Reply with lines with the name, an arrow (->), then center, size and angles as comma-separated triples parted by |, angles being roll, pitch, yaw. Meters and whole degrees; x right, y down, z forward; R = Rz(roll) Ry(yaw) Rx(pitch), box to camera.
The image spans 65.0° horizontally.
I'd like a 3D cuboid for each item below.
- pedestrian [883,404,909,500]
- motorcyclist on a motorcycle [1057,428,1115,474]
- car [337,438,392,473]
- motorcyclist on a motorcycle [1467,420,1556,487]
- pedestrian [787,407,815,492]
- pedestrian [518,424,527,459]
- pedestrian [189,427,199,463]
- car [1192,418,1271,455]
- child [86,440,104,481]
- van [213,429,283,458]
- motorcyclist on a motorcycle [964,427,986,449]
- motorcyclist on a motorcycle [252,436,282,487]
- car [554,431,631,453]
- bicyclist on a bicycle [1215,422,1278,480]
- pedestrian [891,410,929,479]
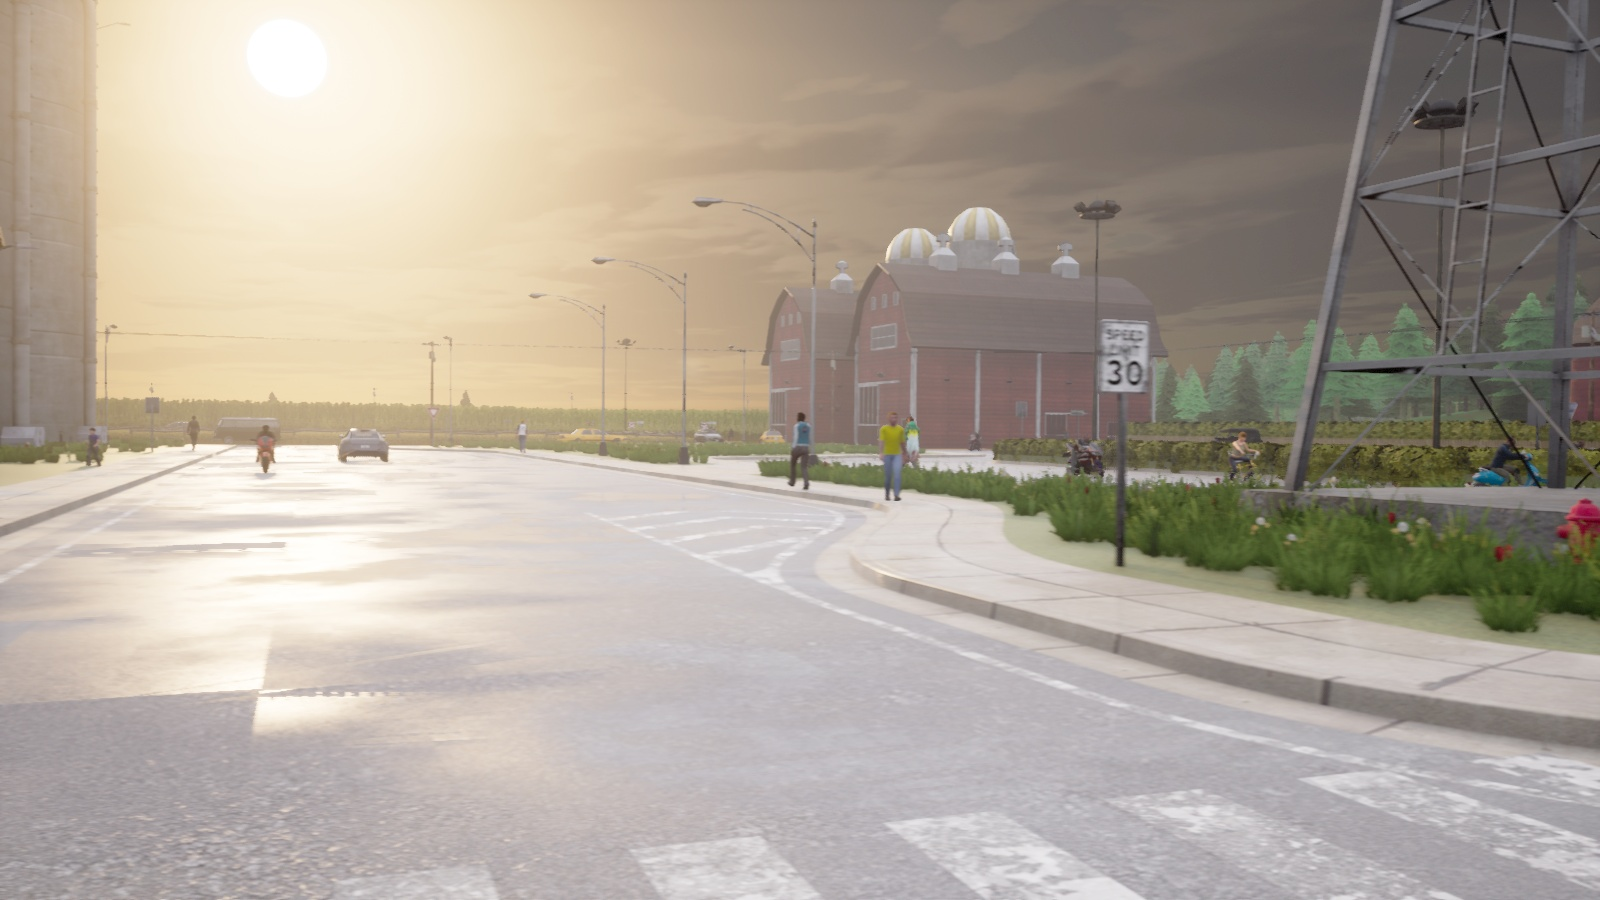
pedestrian -> 1.866, 0.034, 24.555 | 0.354, 1.836, 0.706 | -1, 1, -7
motorcyclist on a motorcycle -> 9.763, 0.030, 42.963 | 0.866, 1.530, 2.191 | -1, 1, -21
car -> -18.662, 0.190, 53.719 | 1.994, 1.385, 4.181 | -1, 1, -22
motorcyclist on a motorcycle -> 17.323, 0.068, 30.581 | 1.817, 1.590, 0.866 | 0, 1, 34
pedestrian -> 0.025, -0.014, 28.769 | 0.396, 1.930, 0.692 | -1, 1, -22
pedestrian -> -14.523, -0.458, 65.694 | 0.354, 1.836, 0.706 | -1, 1, -23
pedestrian -> -30.588, -0.248, 63.384 | 0.328, 1.805, 0.869 | -1, 1, -18
car -> 22.869, -0.736, 66.712 | 1.905, 1.878, 3.866 | -1, 1, -21
child -> -21.988, 0.333, 39.179 | 0.270, 1.263, 0.437 | -1, 1, 7
van -> -39.058, -0.474, 88.910 | 4.442, 1.987, 1.775 | -1, 1, -21
motorcyclist on a motorcycle -> 12.904, -0.891, 92.463 | 0.866, 1.530, 2.191 | 2, 2, 29
motorcyclist on a motorcycle -> -16.558, 0.324, 39.037 | 0.797, 1.523, 2.044 | -1, 1, -22
car -> -15.565, -0.626, 94.184 | 5.366, 1.575, 1.801 | -1, 1, -21
bicyclist on a bicycle -> 12.673, 0.018, 35.703 | 0.866, 1.612, 1.509 | -1, 1, -25
pedestrian -> 3.164, -0.169, 36.155 | 0.659, 1.952, 0.873 | -1, 1, -31
